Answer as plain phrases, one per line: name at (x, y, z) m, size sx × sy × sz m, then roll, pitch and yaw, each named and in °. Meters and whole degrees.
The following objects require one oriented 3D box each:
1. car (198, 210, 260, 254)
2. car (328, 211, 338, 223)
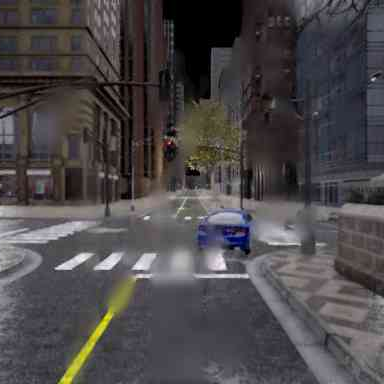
car at (1.639, 1.465, 13.700) m, size 1.882 × 1.535 × 5.008 m, roll 0°, pitch 0°, yaw 16°
car at (11.941, 1.607, 23.587) m, size 4.403 × 1.369 × 2.008 m, roll 0°, pitch 0°, yaw 0°
